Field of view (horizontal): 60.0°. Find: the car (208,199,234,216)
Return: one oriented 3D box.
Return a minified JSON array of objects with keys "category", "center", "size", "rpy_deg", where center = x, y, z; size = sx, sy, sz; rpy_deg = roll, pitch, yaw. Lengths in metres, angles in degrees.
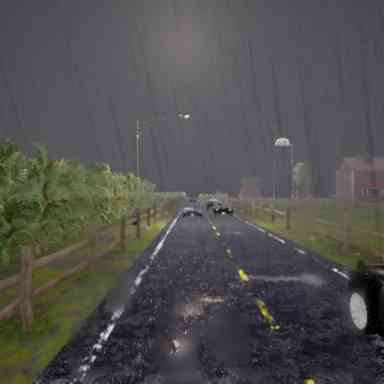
[{"category":"car","center":[2.885,1.656,32.472],"size":[1.895,1.301,4.718],"rpy_deg":[0,0,0]}]

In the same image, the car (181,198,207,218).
[{"category":"car","center":[0.059,1.593,31.012],"size":[2.033,1.411,5.357],"rpy_deg":[0,0,0]}]

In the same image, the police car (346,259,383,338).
[{"category":"police car","center":[3.578,1.435,3.843],"size":[1.930,1.638,5.238],"rpy_deg":[0,0,0]}]

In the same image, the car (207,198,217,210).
[{"category":"car","center":[2.859,1.566,44.451],"size":[1.882,1.535,5.008],"rpy_deg":[0,0,1]}]
